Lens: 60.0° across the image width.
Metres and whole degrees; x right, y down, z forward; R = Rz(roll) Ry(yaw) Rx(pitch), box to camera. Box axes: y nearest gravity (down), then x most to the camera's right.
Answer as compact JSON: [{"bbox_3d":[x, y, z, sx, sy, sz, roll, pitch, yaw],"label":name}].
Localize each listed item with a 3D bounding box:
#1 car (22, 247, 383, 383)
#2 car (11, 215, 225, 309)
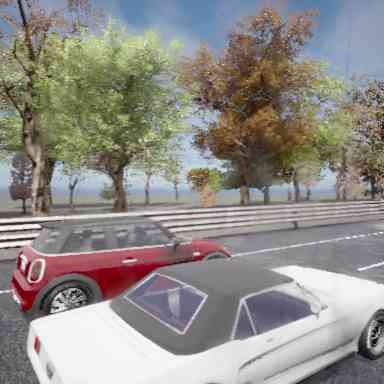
[{"bbox_3d":[0.664,1.562,4.191,4.718,1.301,1.895,-1,1,-35],"label":"car"},{"bbox_3d":[-1.237,1.301,7.121,4.553,1.767,2.097,-1,1,-35],"label":"car"}]
